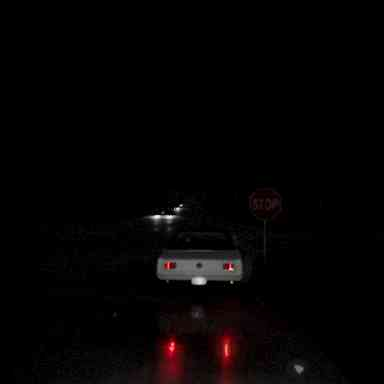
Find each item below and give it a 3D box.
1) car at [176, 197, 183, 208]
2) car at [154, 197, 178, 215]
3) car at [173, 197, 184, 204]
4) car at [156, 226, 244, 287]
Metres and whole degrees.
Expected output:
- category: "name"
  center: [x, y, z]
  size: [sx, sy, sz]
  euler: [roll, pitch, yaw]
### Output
- category: "car"
  center: [-2.838, 1.589, 50.999]
  size: [1.837, 1.490, 4.892]
  euler: [0, -1, 0]
- category: "car"
  center: [-2.814, 1.572, 34.129]
  size: [2.033, 1.411, 5.357]
  euler: [0, 0, -1]
- category: "car"
  center: [-2.748, 1.710, 67.036]
  size: [2.033, 1.411, 5.357]
  euler: [0, 0, 0]
- category: "car"
  center: [0.297, 1.597, 9.263]
  size: [1.895, 1.301, 4.718]
  euler: [0, 0, 4]
